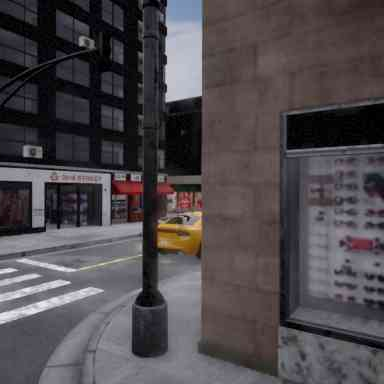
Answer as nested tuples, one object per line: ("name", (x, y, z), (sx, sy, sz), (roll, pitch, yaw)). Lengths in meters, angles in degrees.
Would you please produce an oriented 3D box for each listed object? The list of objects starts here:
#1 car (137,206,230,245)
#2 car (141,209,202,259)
("car", (-0.201, 1.567, 17.031), (2.033, 1.411, 5.357), (0, 0, 33))
("car", (0.465, 1.501, 12.864), (1.882, 1.535, 5.008), (0, 0, 33))
